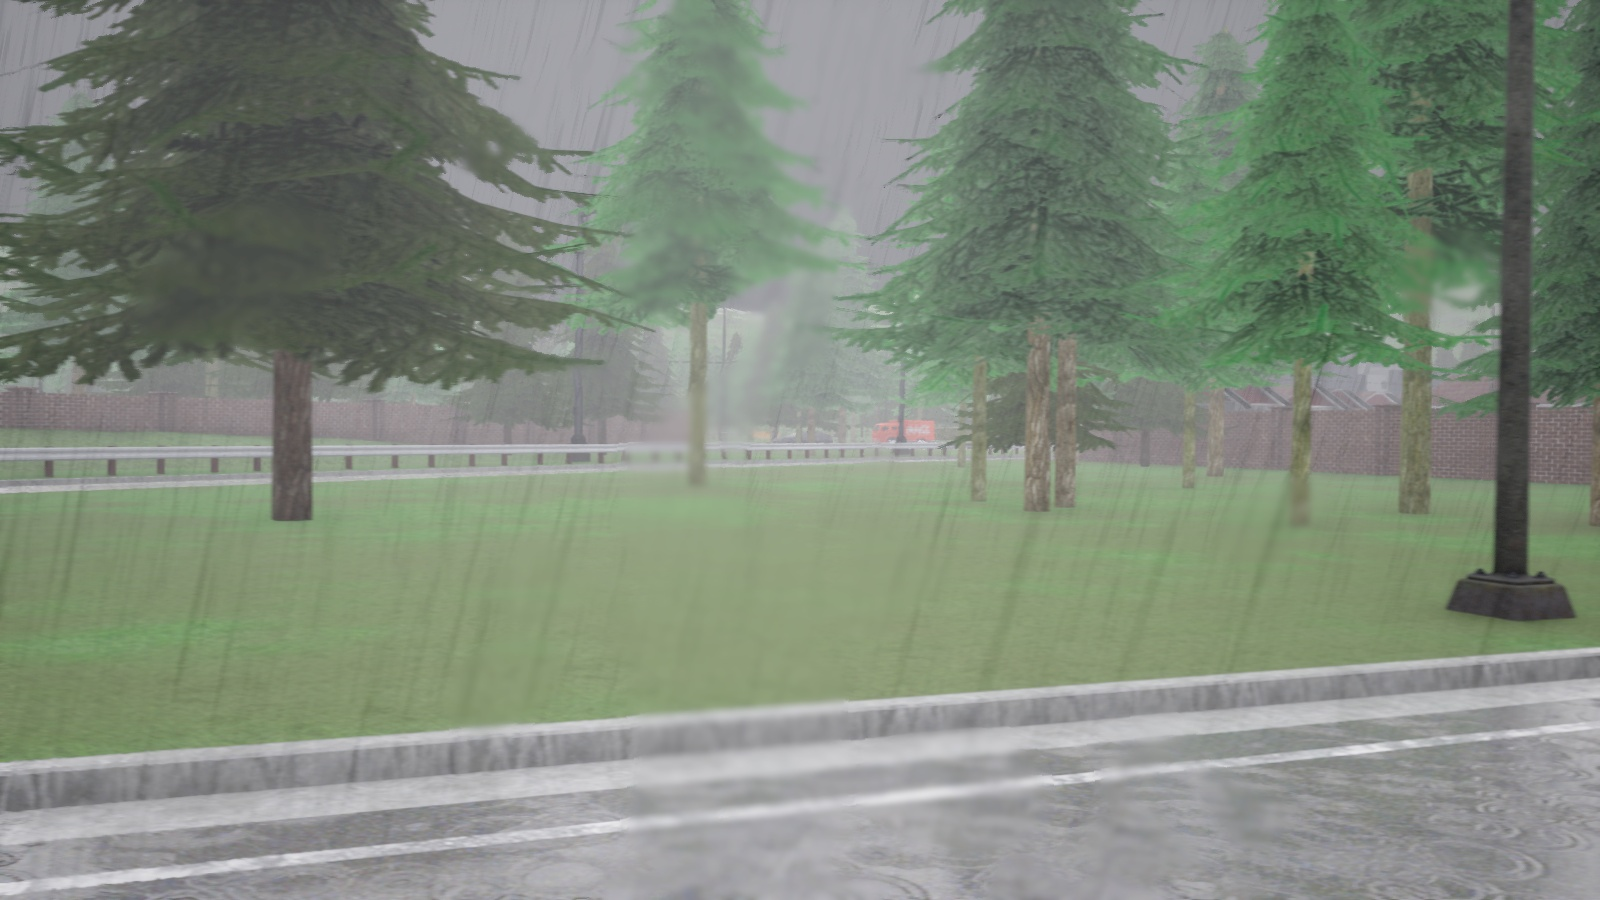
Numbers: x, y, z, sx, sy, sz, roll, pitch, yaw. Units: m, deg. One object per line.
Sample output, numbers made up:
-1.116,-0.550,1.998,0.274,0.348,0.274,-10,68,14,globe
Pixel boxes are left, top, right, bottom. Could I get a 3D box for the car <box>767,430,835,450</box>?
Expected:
0.108,-0.786,97.178,4.792,1.488,2.163,-1,1,-21,car
